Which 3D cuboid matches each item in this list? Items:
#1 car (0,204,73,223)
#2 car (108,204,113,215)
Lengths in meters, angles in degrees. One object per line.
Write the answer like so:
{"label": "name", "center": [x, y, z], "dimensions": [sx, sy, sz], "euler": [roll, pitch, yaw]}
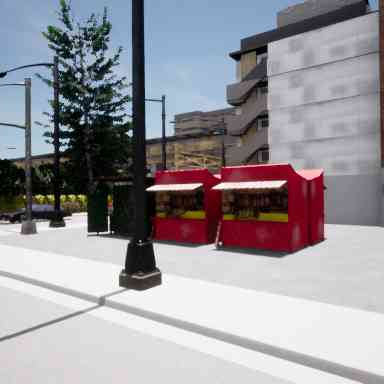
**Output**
{"label": "car", "center": [-12.420, 1.686, 26.929], "dimensions": [2.033, 1.411, 5.357], "euler": [-1, -1, 36]}
{"label": "car", "center": [-6.889, 1.489, 34.575], "dimensions": [2.097, 1.767, 4.553], "euler": [-1, -1, 36]}
